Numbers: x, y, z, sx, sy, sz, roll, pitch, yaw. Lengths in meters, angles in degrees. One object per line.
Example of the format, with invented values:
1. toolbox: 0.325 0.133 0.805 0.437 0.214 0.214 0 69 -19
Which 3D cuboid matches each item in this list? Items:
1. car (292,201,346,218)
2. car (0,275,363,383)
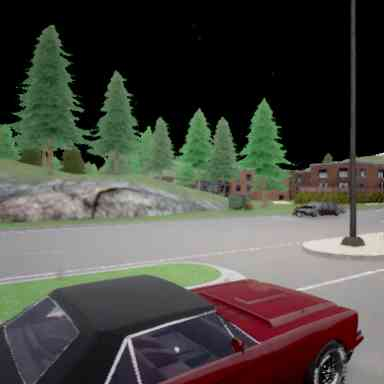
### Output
1. car: 11.092 1.503 28.821 5.357 1.411 2.033 0 0 -33
2. car: -0.298 1.589 3.379 4.718 1.301 1.895 0 0 -35
